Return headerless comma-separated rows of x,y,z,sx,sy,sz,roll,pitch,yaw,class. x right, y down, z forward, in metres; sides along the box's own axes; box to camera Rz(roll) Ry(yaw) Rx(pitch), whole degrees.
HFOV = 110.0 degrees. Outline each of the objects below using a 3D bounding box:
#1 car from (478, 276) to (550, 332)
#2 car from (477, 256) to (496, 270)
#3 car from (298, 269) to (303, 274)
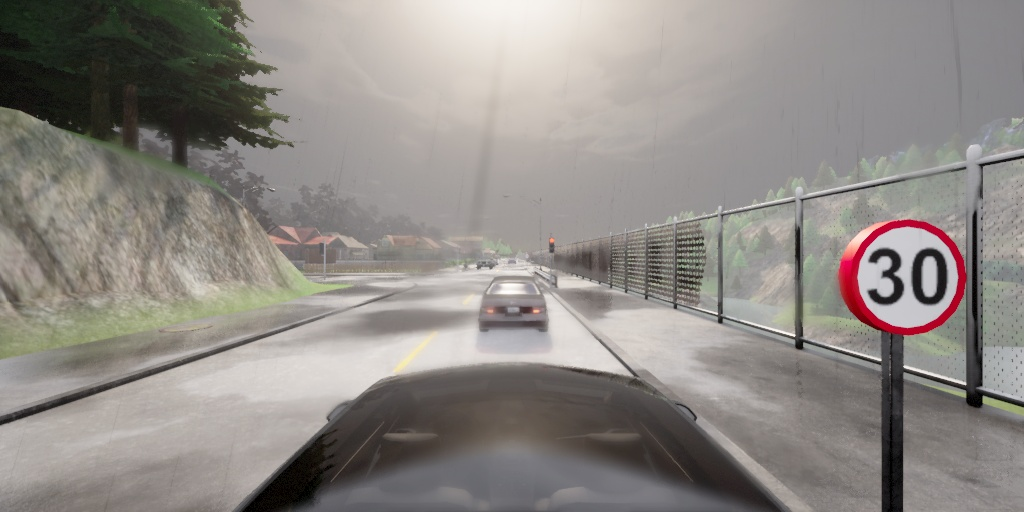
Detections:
0.050,1.297,10.794,2.033,1.411,5.357,0,0,0,car
-4.078,0.971,54.688,2.150,2.045,5.566,0,0,0,car
-20.462,1.351,30.313,4.718,1.301,1.895,0,0,0,car
